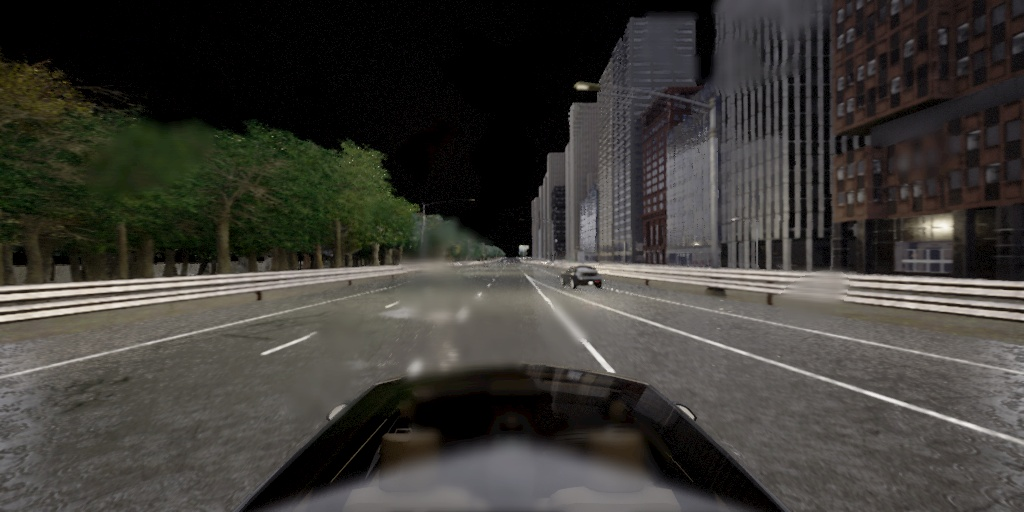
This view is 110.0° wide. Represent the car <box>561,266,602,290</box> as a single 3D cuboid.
[{"bbox_3d":[4.599,1.415,24.271,1.837,1.490,4.892,-1,0,-5],"label":"car"}]
